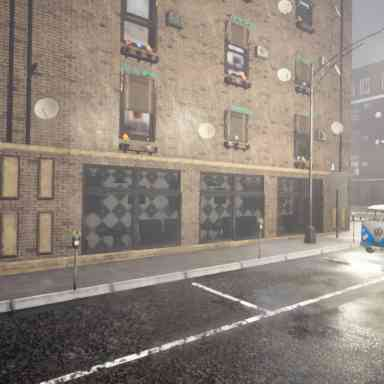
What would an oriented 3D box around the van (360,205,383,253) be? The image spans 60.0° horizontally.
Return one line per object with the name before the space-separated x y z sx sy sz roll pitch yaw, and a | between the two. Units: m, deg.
van | 7.800 1.345 12.215 3.998 1.788 1.690 0 1 -35
